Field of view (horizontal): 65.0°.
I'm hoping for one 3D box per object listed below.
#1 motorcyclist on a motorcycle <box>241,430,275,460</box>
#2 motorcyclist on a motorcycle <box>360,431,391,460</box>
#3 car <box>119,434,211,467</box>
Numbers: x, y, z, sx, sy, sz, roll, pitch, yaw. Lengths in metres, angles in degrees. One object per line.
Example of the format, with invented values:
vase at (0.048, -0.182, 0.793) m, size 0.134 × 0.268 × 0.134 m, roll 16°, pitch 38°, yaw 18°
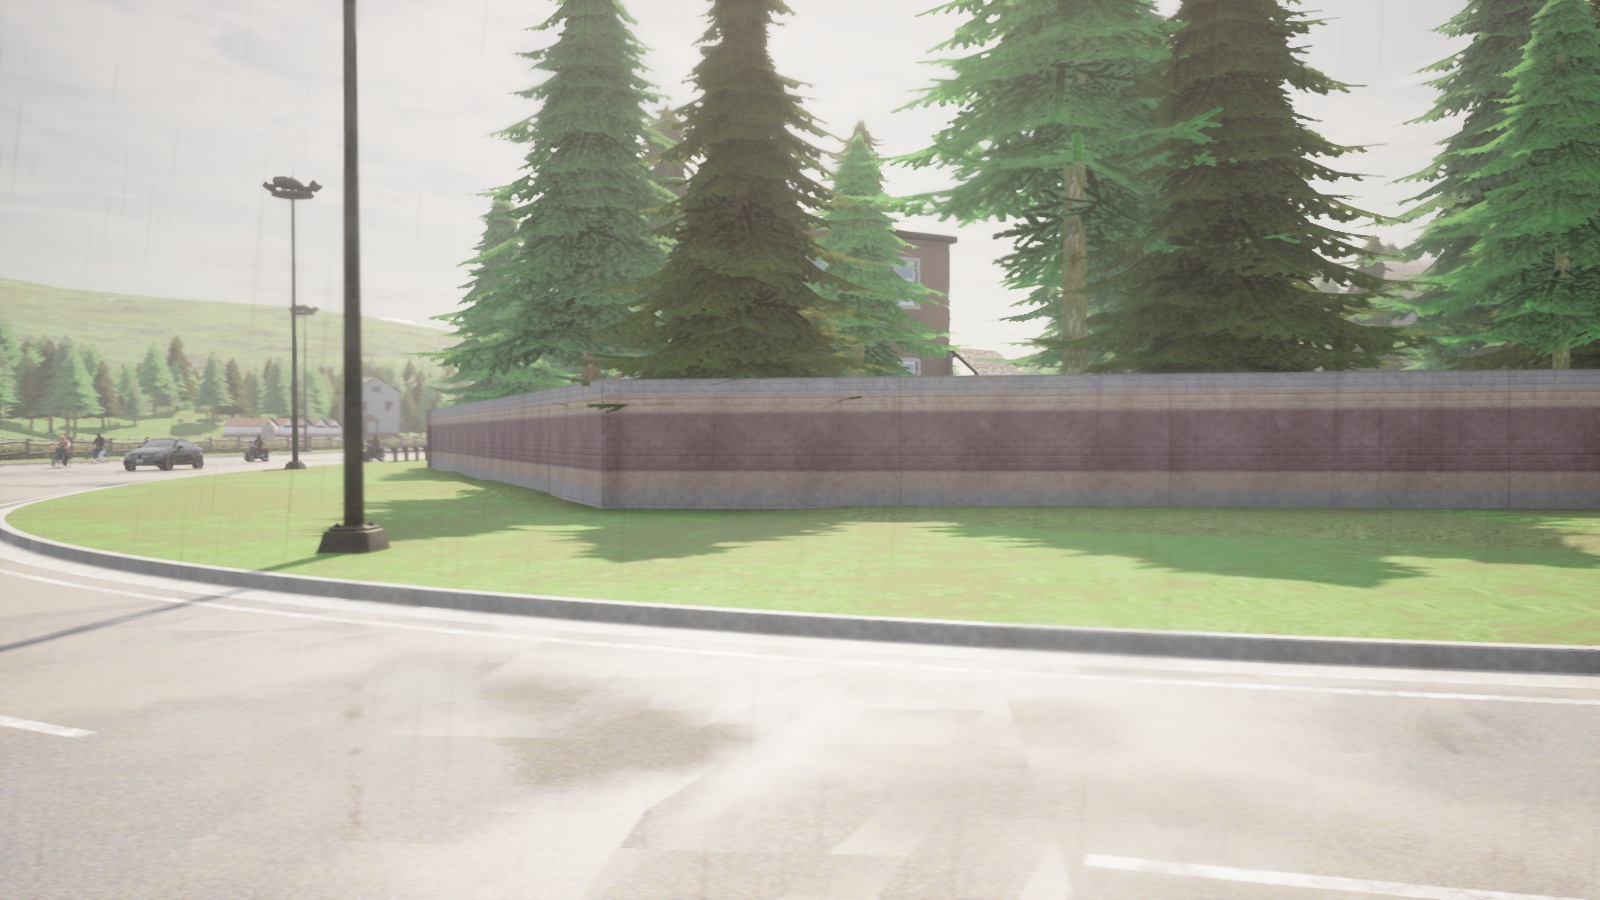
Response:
motorcyclist on a motorcycle at (-31.128, -0.305, 72.129) m, size 0.766 × 1.649 × 2.350 m, roll 0°, pitch 1°, yaw 5°
motorcyclist on a motorcycle at (-24.158, -0.274, 71.484) m, size 0.766 × 1.649 × 2.350 m, roll 0°, pitch 1°, yaw 5°
car at (-28.450, -0.007, 56.462) m, size 1.812 × 1.442 × 4.674 m, roll 0°, pitch 1°, yaw -1°
